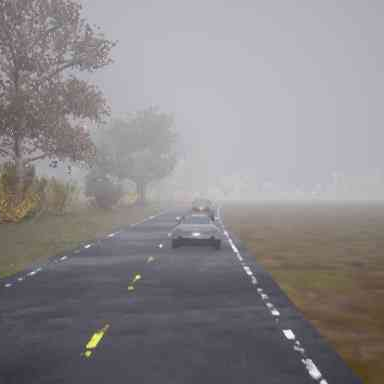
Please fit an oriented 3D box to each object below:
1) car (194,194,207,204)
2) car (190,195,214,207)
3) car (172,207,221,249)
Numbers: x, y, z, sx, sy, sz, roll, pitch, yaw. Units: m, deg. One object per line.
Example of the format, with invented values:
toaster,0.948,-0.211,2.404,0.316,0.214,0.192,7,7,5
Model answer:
car,1.701,1.401,67.665,2.097,1.767,4.553,0,0,8
car,0.906,1.367,29.467,2.097,1.767,4.553,0,0,3
car,0.227,1.572,14.558,1.994,1.385,4.181,0,0,2
